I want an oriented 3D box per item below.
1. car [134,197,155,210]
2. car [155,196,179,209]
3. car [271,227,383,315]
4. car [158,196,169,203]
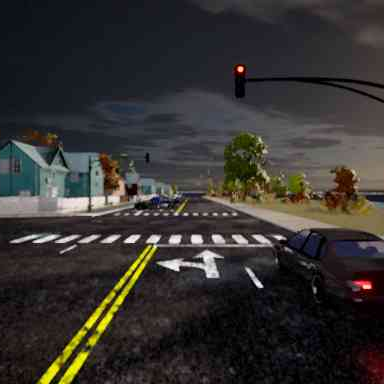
[{"bbox_3d":[-6.586,1.649,44.786,1.895,1.301,4.718,0,0,0],"label":"car"},{"bbox_3d":[-3.335,1.541,45.421,2.128,1.511,4.902,0,0,0],"label":"car"},{"bbox_3d":[3.354,1.551,7.880,2.033,1.411,5.357,0,0,0],"label":"car"},{"bbox_3d":[-6.504,1.626,75.814,2.128,1.511,4.902,0,0,0],"label":"car"}]
